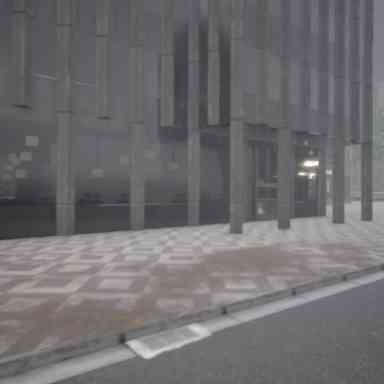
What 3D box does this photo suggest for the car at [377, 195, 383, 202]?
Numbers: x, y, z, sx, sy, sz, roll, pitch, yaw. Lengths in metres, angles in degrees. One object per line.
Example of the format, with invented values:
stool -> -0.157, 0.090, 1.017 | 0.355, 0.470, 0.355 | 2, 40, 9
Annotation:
car -> 34.260, 1.223, 55.973 | 1.947, 1.339, 4.313 | 1, 0, -35

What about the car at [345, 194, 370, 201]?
car -> 34.821, 1.107, 69.925 | 1.947, 1.339, 4.313 | 1, 0, -35

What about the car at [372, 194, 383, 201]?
car -> 38.015, 1.190, 65.418 | 1.947, 1.339, 4.313 | 1, 0, -35

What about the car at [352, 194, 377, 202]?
car -> 31.067, 1.119, 60.480 | 1.887, 1.381, 4.507 | 2, 0, -35
